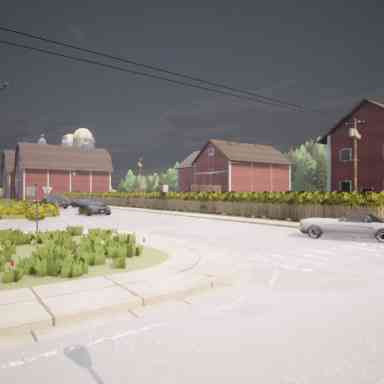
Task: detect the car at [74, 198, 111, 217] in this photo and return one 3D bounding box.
[{"bbox_3d":[-9.170,1.564,31.284,1.994,1.385,4.181,0,0,-36],"label":"car"}]

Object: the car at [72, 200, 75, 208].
[{"bbox_3d":[-15.097,1.564,45.735,1.994,1.385,4.181,0,0,-35],"label":"car"}]

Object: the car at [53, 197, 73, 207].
[{"bbox_3d":[-20.797,1.564,53.540,1.994,1.385,4.181,0,0,-36],"label":"car"}]

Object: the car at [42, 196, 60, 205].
[{"bbox_3d":[-25.417,1.478,59.936,1.882,1.535,5.008,0,0,-36],"label":"car"}]

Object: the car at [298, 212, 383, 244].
[{"bbox_3d":[7.583,1.601,15.835,4.718,1.301,1.895,0,0,30],"label":"car"}]

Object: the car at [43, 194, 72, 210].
[{"bbox_3d":[-17.927,1.222,43.478,2.150,2.045,5.566,0,0,-36],"label":"car"}]
